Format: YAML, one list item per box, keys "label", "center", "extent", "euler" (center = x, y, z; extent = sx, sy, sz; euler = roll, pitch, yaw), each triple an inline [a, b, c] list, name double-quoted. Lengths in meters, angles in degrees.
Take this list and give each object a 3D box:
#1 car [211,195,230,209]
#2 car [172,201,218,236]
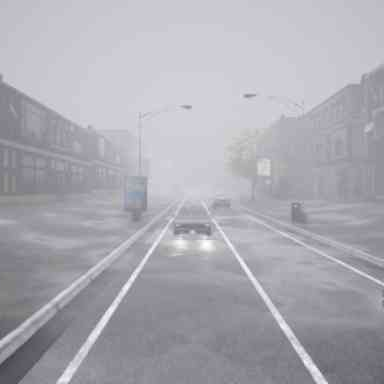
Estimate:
- label: "car"
  center: [3.169, 1.092, 36.864]
  extent: [1.812, 1.442, 4.674]
  euler: [0, 1, 0]
- label: "car"
  center: [0.036, 1.366, 17.386]
  extent: [2.033, 1.411, 5.357]
  euler: [0, 1, 0]
